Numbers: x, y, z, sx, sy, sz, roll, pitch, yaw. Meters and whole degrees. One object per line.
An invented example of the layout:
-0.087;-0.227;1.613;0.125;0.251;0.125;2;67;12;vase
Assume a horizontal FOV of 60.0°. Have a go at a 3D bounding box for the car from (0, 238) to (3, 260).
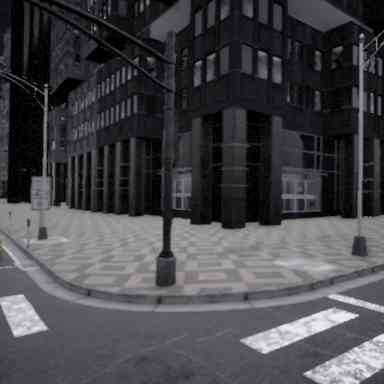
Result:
-7.943;1.621;12.046;1.752;1.417;4.829;1;-1;-35;car
